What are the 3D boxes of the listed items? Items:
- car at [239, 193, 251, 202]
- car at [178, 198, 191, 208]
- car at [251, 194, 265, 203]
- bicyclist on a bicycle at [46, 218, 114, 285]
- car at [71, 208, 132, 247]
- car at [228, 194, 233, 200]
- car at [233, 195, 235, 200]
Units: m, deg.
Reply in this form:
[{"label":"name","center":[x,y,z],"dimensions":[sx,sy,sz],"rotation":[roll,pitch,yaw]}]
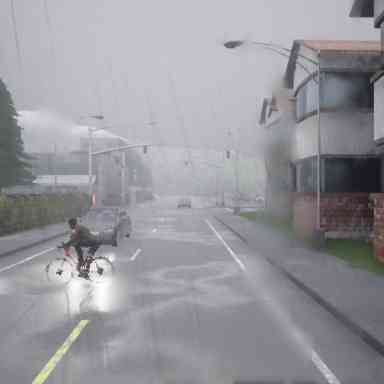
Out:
[{"label":"car","center":[12.571,1.169,65.843],"dimensions":[5.027,1.636,2.152],"rotation":[0,0,-2]},{"label":"car","center":[-1.054,1.545,47.140],"dimensions":[2.033,1.411,5.357],"rotation":[0,0,-1]},{"label":"car","center":[13.054,1.247,59.436],"dimensions":[3.806,1.475,1.970],"rotation":[0,0,-2]},{"label":"bicyclist on a bicycle","center":[-2.703,1.453,8.026],"dimensions":[1.656,1.620,0.582],"rotation":[-1,0,-1]},{"label":"car","center":[-3.925,1.488,15.030],"dimensions":[2.128,1.511,4.902],"rotation":[0,0,-1]},{"label":"car","center":[11.770,1.113,81.528],"dimensions":[4.605,1.855,1.932],"rotation":[0,0,-2]},{"label":"car","center":[12.254,1.092,78.634],"dimensions":[3.866,1.878,1.905],"rotation":[0,0,-2]}]
